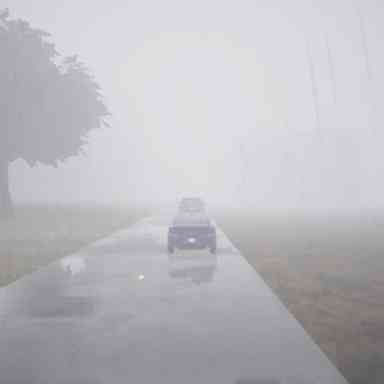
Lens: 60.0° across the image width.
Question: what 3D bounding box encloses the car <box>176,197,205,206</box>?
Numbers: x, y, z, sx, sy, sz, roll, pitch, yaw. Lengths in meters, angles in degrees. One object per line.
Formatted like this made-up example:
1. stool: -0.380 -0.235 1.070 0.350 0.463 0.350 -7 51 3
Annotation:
1. car: -0.011 1.462 29.030 2.150 2.045 5.566 0 0 0

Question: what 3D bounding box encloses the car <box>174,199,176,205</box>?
1. car: -2.780 1.959 70.967 1.882 1.535 5.008 0 0 0

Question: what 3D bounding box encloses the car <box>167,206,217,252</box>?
1. car: -0.001 1.607 14.481 1.882 1.535 5.008 0 0 0
